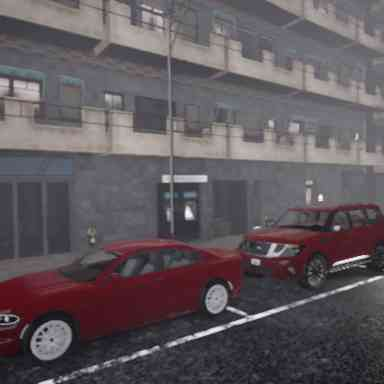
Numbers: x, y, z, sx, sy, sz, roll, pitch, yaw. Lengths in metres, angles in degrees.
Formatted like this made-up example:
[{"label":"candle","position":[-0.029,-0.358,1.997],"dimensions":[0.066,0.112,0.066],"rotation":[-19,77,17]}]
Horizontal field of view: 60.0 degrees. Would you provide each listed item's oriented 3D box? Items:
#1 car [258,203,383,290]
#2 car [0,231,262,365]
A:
[{"label":"car","position":[3.504,1.262,9.084],"dimensions":[5.009,1.841,2.192],"rotation":[0,-1,-36]},{"label":"car","position":[-1.101,1.529,5.791],"dimensions":[4.507,1.381,1.887],"rotation":[0,-1,-36]}]
